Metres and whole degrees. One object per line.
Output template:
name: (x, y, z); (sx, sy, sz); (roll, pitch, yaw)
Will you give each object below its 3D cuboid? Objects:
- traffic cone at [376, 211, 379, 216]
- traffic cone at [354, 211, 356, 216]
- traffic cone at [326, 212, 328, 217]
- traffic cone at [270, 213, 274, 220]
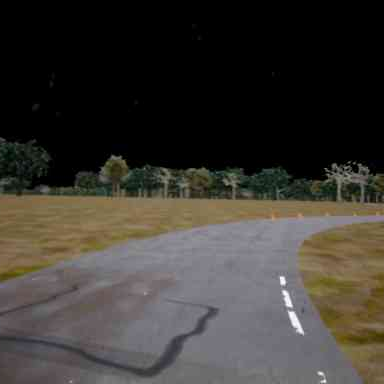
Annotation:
traffic cone: (23.954, 2.789, 42.940); (0.340, 0.580, 0.340); (2, -1, -32)
traffic cone: (19.785, 2.655, 40.447); (0.340, 0.580, 0.340); (2, -1, -29)
traffic cone: (15.316, 2.513, 37.650); (0.340, 0.580, 0.340); (2, -1, -35)
traffic cone: (7.420, 2.255, 30.589); (0.340, 0.580, 0.340); (1, -1, 42)
